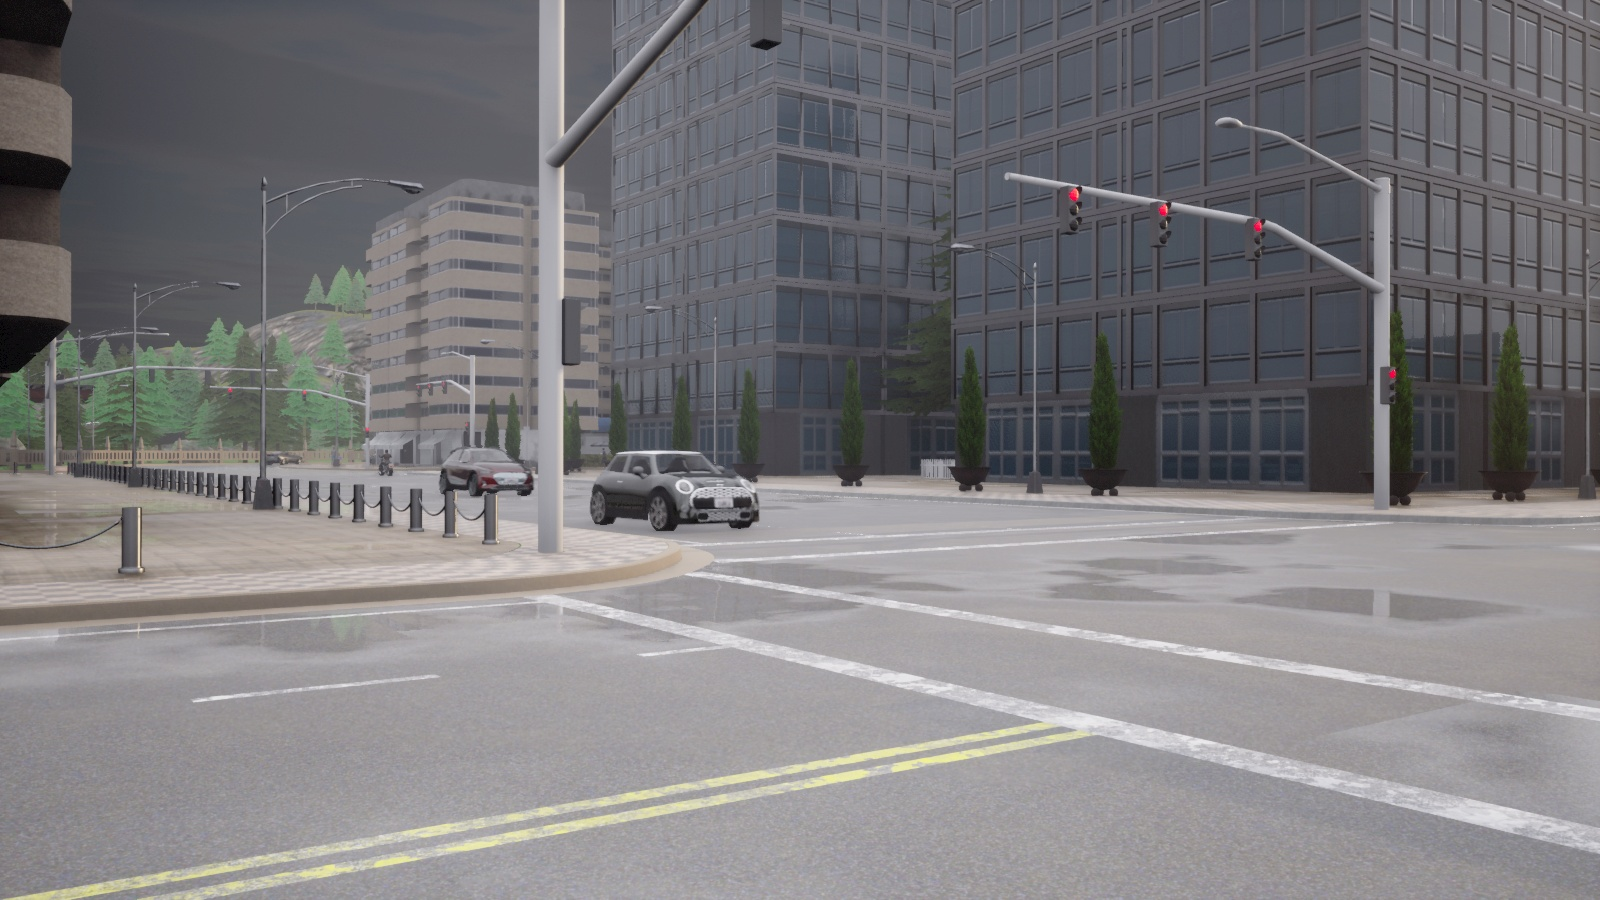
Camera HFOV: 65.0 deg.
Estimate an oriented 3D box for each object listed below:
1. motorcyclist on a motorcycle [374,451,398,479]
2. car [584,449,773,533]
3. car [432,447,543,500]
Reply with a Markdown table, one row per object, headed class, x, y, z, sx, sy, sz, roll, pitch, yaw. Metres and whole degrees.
| class | x | y | z | sx | sy | sz | roll | pitch | yaw |
| --- | --- | --- | --- | --- | --- | --- | --- | --- | --- |
| motorcyclist on a motorcycle | -24.902 | 0.877 | 75.473 | 0.766 | 1.649 | 2.350 | 0 | 0 | -34 |
| car | -2.398 | 0.719 | 24.052 | 1.970 | 1.475 | 3.806 | 0 | 0 | -35 |
| car | -10.515 | 0.744 | 41.971 | 2.033 | 1.649 | 4.856 | 0 | 0 | -34 |
